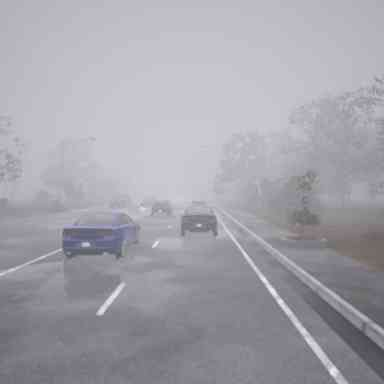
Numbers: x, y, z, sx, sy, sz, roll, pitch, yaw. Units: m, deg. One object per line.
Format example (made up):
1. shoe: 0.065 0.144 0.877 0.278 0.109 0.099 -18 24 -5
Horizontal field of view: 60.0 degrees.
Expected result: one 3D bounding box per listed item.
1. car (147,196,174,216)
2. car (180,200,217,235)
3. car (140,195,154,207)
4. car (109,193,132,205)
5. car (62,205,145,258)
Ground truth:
1. car: -2.854 1.469 32.590 1.837 1.490 4.892 0 0 1
2. car: 0.382 1.460 18.615 1.882 1.535 5.008 0 0 1
3. car: -6.225 1.296 48.537 2.097 1.767 4.553 0 0 1
4. car: -9.777 1.167 45.917 2.150 2.045 5.566 0 0 1
5. car: -3.234 1.461 12.716 1.882 1.535 5.008 0 0 1
